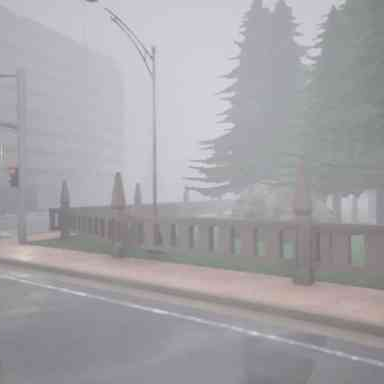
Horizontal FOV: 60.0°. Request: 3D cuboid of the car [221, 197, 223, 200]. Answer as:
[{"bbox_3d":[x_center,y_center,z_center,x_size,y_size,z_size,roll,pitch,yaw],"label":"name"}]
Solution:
[{"bbox_3d":[4.216,1.600,57.346,2.097,1.767,4.553,-1,0,31],"label":"car"}]
